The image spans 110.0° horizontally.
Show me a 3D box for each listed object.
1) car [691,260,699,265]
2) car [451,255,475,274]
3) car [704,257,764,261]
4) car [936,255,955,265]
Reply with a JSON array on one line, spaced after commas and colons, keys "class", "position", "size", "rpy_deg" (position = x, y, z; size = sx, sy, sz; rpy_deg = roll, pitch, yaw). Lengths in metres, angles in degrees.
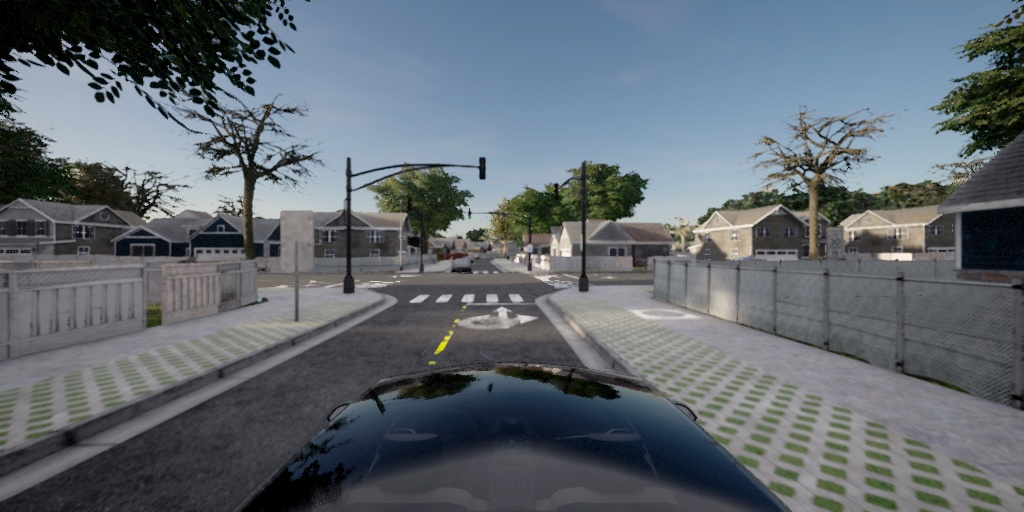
[{"class": "car", "position": [16.320, 0.982, 32.224], "size": [4.718, 1.301, 1.895], "rpy_deg": [0, 0, -4]}, {"class": "car", "position": [-4.843, 0.949, 34.758], "size": [1.882, 1.535, 5.008], "rpy_deg": [0, 1, -5]}, {"class": "car", "position": [18.540, 0.854, 29.116], "size": [5.008, 1.535, 1.882], "rpy_deg": [0, 0, -4]}, {"class": "car", "position": [42.529, 0.633, 33.913], "size": [5.357, 1.411, 2.033], "rpy_deg": [-1, 0, -3]}]
